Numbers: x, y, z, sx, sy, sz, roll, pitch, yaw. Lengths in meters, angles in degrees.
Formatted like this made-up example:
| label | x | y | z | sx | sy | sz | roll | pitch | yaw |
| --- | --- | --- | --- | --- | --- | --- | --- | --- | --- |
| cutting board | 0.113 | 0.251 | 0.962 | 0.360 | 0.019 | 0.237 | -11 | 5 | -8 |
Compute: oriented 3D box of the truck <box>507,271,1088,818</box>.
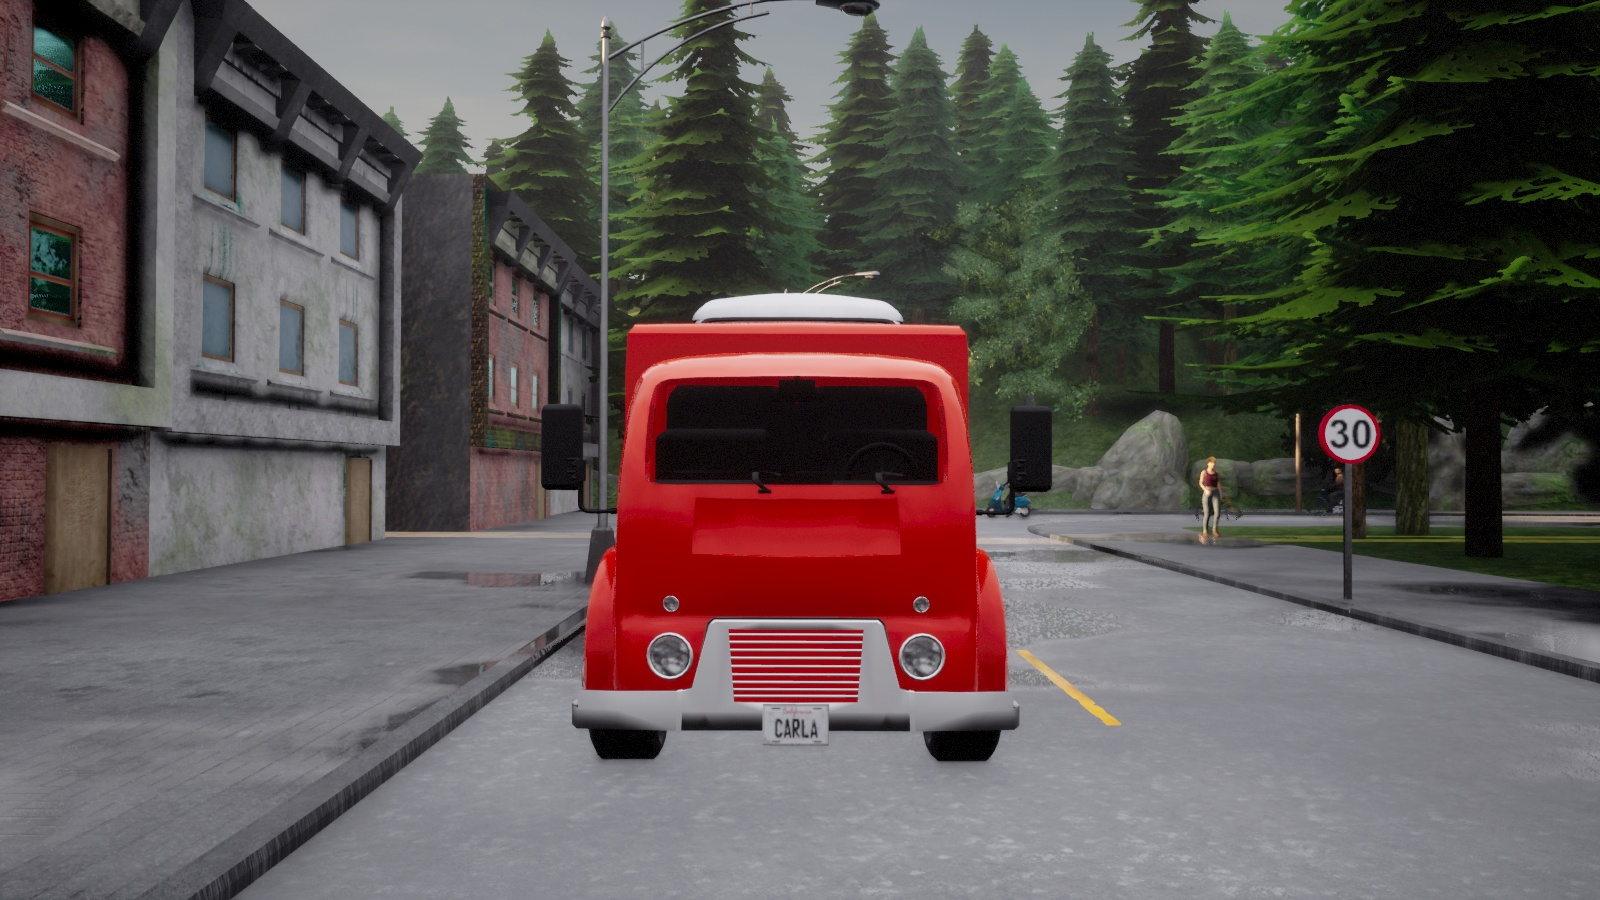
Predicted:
| label | x | y | z | sx | sy | sz | roll | pitch | yaw |
| --- | --- | --- | --- | --- | --- | --- | --- | --- | --- |
| truck | -0.024 | 0.467 | 8.306 | 2.627 | 2.467 | 5.204 | 0 | -1 | 0 |

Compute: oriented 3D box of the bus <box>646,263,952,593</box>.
| label | x | y | z | sx | sy | sz | roll | pitch | yaw |
| --- | --- | --- | --- | --- | --- | --- | --- | --- | --- |
| bus | -0.092 | -0.203 | 21.375 | 3.944 | 4.253 | 10.273 | 0 | -1 | -1 |

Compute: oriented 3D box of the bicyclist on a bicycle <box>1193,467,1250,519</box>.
| label | x | y | z | sx | sy | sz | roll | pitch | yaw |
| --- | --- | --- | --- | --- | --- | --- | --- | --- | --- |
| bicyclist on a bicycle | 13.460 | 1.369 | 40.132 | 1.509 | 1.612 | 0.866 | 0 | 0 | -4 |

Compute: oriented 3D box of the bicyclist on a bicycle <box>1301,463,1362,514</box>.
| label | x | y | z | sx | sy | sz | roll | pitch | yaw |
| --- | --- | --- | --- | --- | --- | --- | --- | --- | --- |
| bicyclist on a bicycle | 18.746 | 1.353 | 44.322 | 1.843 | 1.776 | 0.659 | 0 | -1 | 0 |

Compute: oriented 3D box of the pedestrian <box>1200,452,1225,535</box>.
| label | x | y | z | sx | sy | sz | roll | pitch | yaw |
| --- | --- | --- | --- | --- | --- | --- | --- | --- | --- |
| pedestrian | 9.227 | 0.958 | 28.105 | 0.345 | 1.836 | 0.594 | 0 | -1 | 0 |

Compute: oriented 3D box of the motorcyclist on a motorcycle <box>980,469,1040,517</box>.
| label | x | y | z | sx | sy | sz | roll | pitch | yaw |
| --- | --- | --- | --- | --- | --- | --- | --- | --- | --- |
| motorcyclist on a motorcycle | 7.185 | 1.462 | 43.002 | 1.817 | 1.590 | 0.866 | 0 | -1 | -21 |
